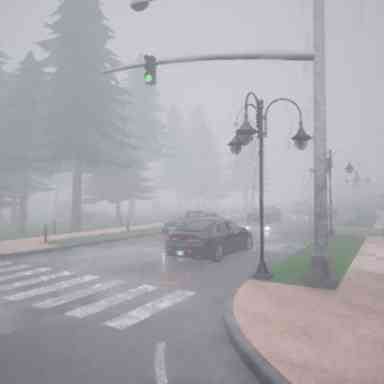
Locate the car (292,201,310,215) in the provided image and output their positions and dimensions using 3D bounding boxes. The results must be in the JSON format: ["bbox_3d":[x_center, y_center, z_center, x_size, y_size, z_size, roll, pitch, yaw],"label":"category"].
[{"bbox_3d":[14.405,1.998,43.285,2.097,1.767,4.553,-1,-1,28],"label":"car"}]

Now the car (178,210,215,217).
[{"bbox_3d":[0.201,1.797,18.990,2.128,1.511,4.902,-1,-1,31],"label":"car"}]

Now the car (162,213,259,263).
[{"bbox_3d":[0.836,1.775,12.978,1.837,1.490,4.892,-1,-1,30],"label":"car"}]

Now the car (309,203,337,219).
[{"bbox_3d":[14.259,2.121,35.617,1.895,1.301,4.718,-1,-1,30],"label":"car"}]

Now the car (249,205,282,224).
[{"bbox_3d":[6.486,1.931,29.560,1.882,1.535,5.008,-1,-1,31],"label":"car"}]
